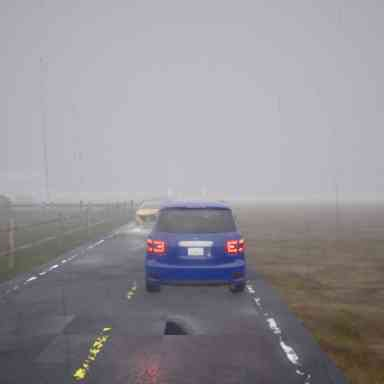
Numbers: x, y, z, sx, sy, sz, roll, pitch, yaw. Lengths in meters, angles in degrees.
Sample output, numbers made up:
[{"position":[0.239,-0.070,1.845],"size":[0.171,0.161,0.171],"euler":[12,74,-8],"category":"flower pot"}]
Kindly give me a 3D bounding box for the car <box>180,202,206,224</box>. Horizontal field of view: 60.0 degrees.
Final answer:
[{"position":[0.067,1.543,26.162],"size":[1.812,1.442,4.674],"euler":[0,0,0],"category":"car"}]

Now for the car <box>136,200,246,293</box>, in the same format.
[{"position":[0.077,1.226,9.021],"size":[2.150,2.045,5.566],"euler":[0,0,0],"category":"car"}]
